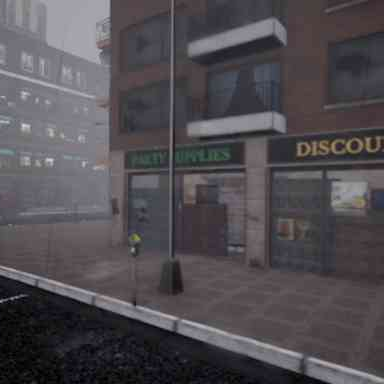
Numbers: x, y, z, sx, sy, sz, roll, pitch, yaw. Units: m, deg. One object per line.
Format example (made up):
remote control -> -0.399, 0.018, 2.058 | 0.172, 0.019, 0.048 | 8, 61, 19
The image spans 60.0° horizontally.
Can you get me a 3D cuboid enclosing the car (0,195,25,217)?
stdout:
car -> -16.811, 1.190, 28.099 | 2.192, 1.841, 5.009 | -1, -1, 35
